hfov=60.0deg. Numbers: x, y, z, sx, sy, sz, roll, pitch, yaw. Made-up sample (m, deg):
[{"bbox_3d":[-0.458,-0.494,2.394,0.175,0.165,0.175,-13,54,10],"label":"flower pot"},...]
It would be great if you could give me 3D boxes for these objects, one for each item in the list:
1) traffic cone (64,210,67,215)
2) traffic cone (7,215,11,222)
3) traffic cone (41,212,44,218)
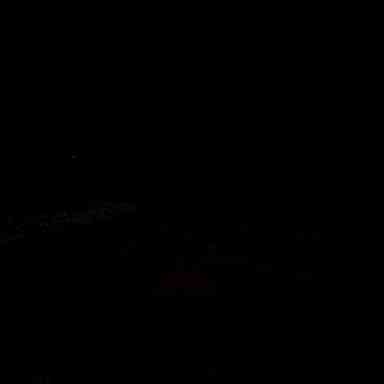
[{"bbox_3d":[-13.974,2.237,36.740,0.340,0.580,0.340,0,0,2],"label":"traffic cone"},{"bbox_3d":[-14.837,2.154,26.971,0.340,0.580,0.340,0,0,6],"label":"traffic cone"},{"bbox_3d":[-14.301,2.199,31.884,0.340,0.580,0.340,0,0,5],"label":"traffic cone"}]
